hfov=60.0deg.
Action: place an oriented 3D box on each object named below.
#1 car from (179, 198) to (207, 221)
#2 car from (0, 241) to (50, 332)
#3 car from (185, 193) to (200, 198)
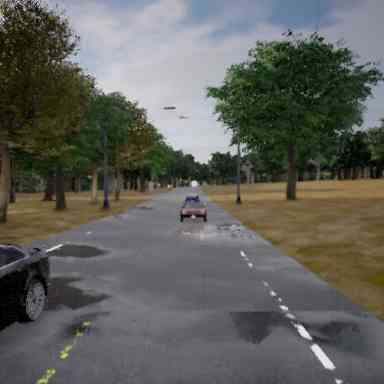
[{"bbox_3d":[0.095,1.335,24.221,1.895,1.301,4.718,0,1,0],"label":"car"},{"bbox_3d":[-3.568,1.463,4.279,2.128,1.511,4.902,0,0,0],"label":"car"},{"bbox_3d":[0.079,0.840,43.434,1.882,1.535,5.008,0,2,0],"label":"car"}]
